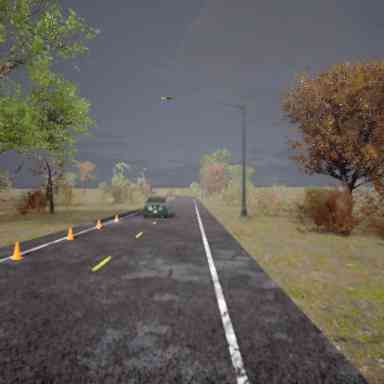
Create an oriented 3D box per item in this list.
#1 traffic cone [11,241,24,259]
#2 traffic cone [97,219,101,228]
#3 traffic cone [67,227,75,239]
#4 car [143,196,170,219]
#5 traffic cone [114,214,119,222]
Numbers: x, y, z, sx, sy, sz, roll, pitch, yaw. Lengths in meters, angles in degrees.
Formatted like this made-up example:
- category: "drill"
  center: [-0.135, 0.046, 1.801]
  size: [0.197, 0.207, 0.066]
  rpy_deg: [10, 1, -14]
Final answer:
- category: "traffic cone"
  center: [-6.029, 2.003, 11.469]
  size: [0.340, 0.580, 0.340]
  rpy_deg: [0, 0, 0]
- category: "traffic cone"
  center: [-6.011, 2.047, 21.470]
  size: [0.340, 0.580, 0.340]
  rpy_deg: [0, 0, 0]
- category: "traffic cone"
  center: [-6.019, 2.025, 16.469]
  size: [0.340, 0.580, 0.340]
  rpy_deg: [0, 0, 0]
- category: "car"
  center: [-3.224, 1.357, 31.218]
  size: [2.150, 2.045, 5.566]
  rpy_deg: [0, 0, -2]
- category: "traffic cone"
  center: [-6.001, 2.068, 26.470]
  size: [0.340, 0.580, 0.340]
  rpy_deg: [0, 0, 0]
